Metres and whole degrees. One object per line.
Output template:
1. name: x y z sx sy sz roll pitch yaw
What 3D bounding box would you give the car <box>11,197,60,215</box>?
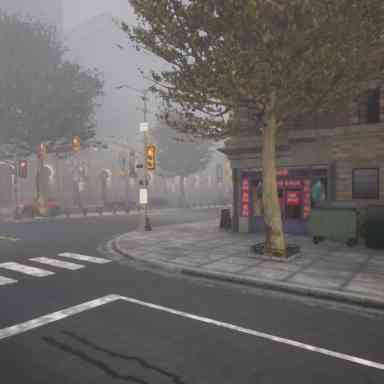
1. car: -16.170 1.352 34.509 2.097 1.767 4.553 0 0 37

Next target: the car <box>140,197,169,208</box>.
1. car: -5.492 1.504 49.239 1.837 1.490 4.892 0 0 36

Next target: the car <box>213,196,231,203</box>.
1. car: 5.960 1.546 64.998 1.812 1.442 4.674 0 0 36

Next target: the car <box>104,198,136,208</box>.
1. car: -10.321 1.595 47.923 1.895 1.301 4.718 0 0 36
